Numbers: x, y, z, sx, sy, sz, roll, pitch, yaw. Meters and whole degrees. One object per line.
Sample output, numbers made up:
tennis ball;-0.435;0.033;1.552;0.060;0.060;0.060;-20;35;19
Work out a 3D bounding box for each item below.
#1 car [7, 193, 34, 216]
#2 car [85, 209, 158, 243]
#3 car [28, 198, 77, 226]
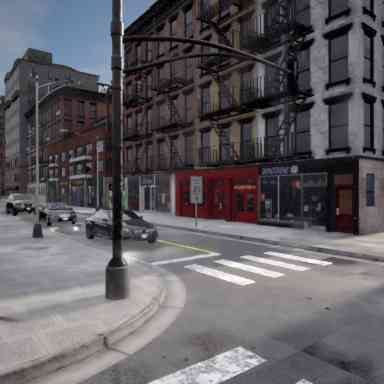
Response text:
car;-16.331;1.167;32.069;2.150;2.045;5.566;0;0;-37
car;-3.383;1.508;15.235;1.812;1.442;4.674;0;0;-39
car;-9.645;1.456;23.357;2.128;1.511;4.902;0;0;-37
